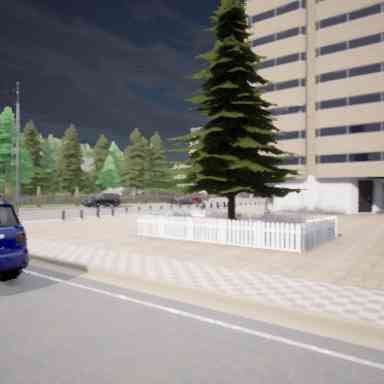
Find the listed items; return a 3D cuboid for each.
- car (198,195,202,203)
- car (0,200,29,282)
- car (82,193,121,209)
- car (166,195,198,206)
[{"bbox_3d":[-0.338,1.198,62.364,2.150,2.045,5.566,0,0,36],"label":"car"},{"bbox_3d":[-6.421,1.204,8.533,5.566,2.045,2.150,0,0,36],"label":"car"},{"bbox_3d":[-12.305,1.159,45.777,2.150,2.045,5.566,0,0,36],"label":"car"},{"bbox_3d":[-1.849,1.491,54.339,2.033,1.411,5.357,0,0,36],"label":"car"}]
